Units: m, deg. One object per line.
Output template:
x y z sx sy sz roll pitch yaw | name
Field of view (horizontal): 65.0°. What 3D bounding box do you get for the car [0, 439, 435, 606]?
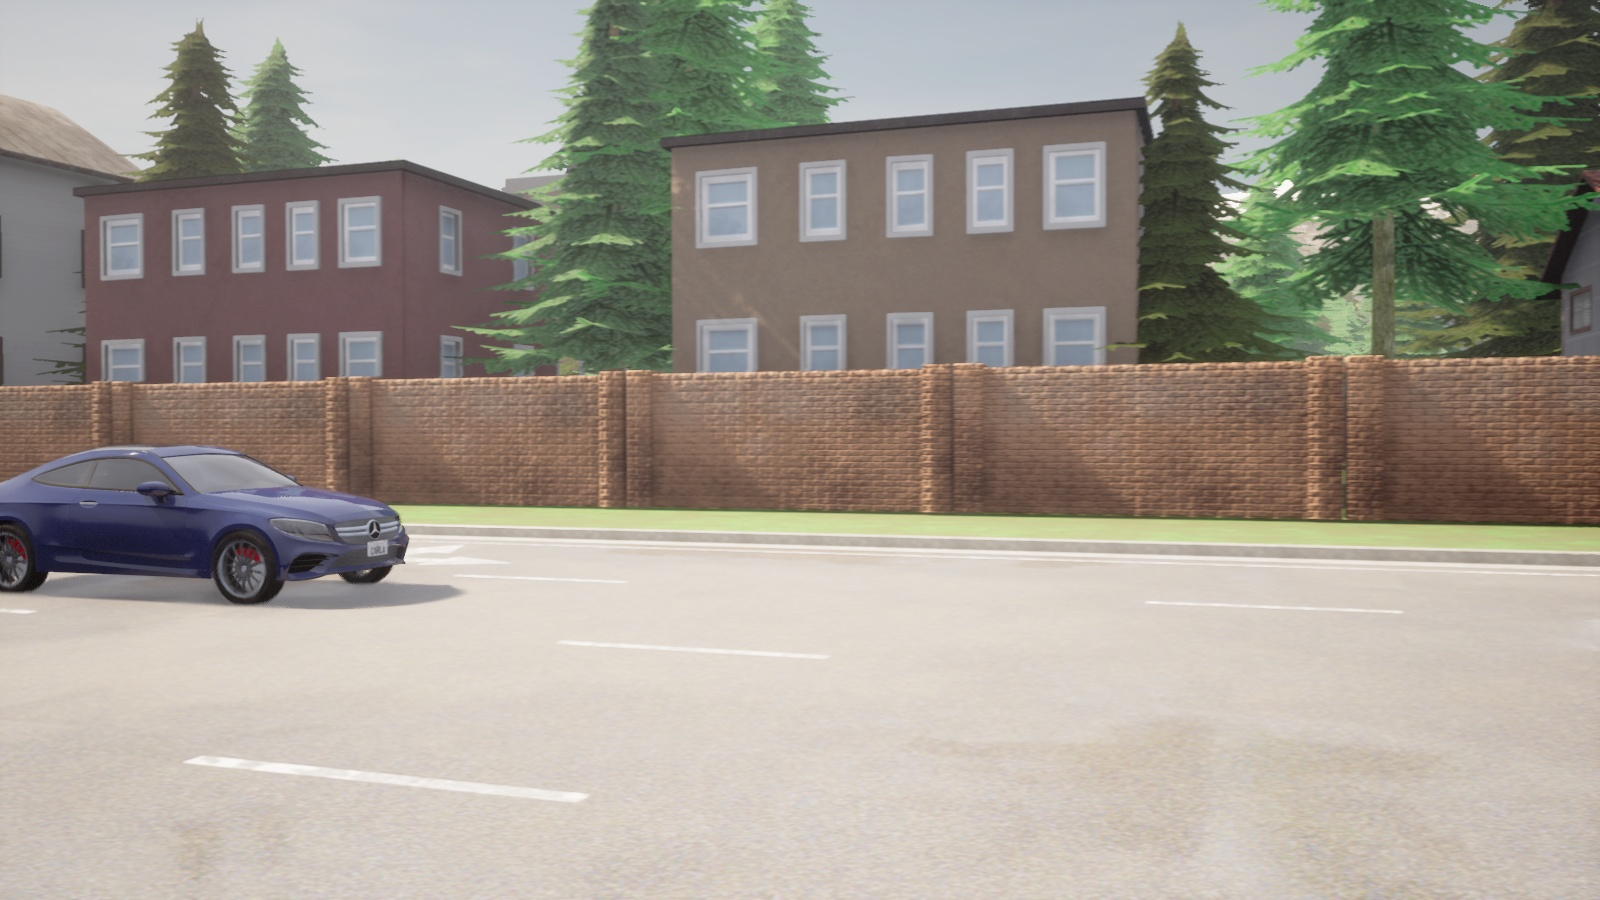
-6.226 0.626 12.673 4.674 1.442 1.812 1 1 19 | car
